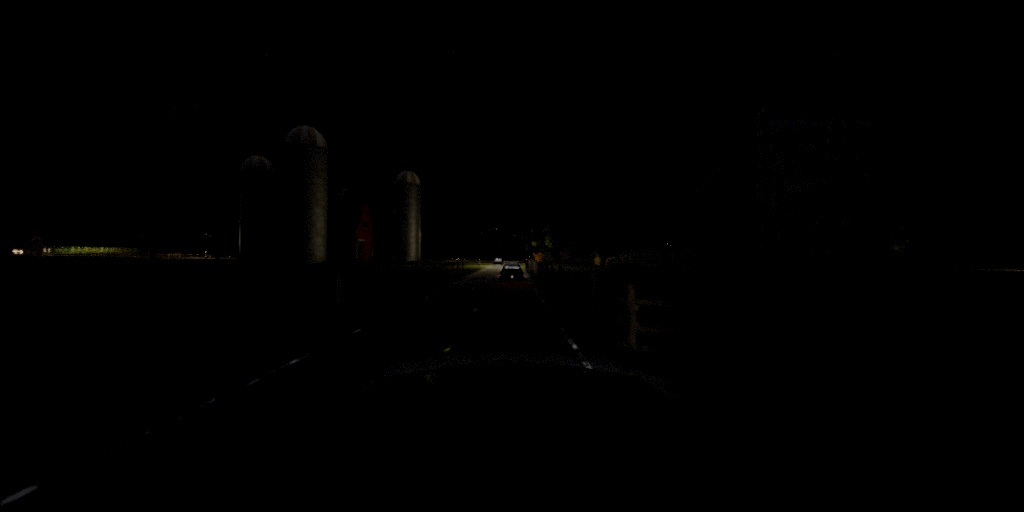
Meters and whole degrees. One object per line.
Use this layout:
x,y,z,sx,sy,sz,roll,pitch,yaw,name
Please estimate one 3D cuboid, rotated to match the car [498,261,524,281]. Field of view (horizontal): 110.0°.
0.010,1.365,30.517,1.895,1.301,4.718,0,0,0,car
